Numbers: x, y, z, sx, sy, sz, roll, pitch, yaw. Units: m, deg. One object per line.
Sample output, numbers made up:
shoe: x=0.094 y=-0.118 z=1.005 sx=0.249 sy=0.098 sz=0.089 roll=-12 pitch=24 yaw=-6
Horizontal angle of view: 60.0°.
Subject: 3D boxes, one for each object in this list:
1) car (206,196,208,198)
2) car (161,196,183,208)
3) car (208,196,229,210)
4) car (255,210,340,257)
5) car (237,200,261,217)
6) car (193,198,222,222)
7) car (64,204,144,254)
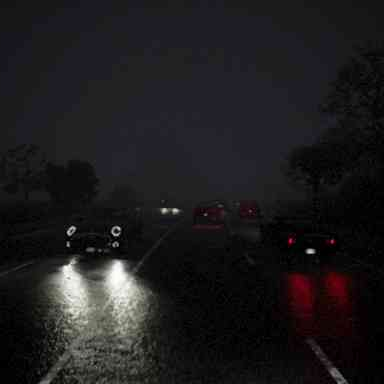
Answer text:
car: x=3.206 y=1.418 z=56.111 sx=1.882 sy=1.535 sz=5.008 roll=0 pitch=0 yaw=17
car: x=-2.762 y=1.292 z=46.968 sx=2.097 sy=1.767 sz=4.553 roll=0 pitch=0 yaw=13
car: x=3.694 y=1.450 z=42.842 sx=2.128 sy=1.511 sz=4.902 roll=0 pitch=0 yaw=11
car: x=3.844 y=1.589 z=12.788 sx=1.895 sy=1.301 sz=4.718 roll=0 pitch=0 yaw=2
car: x=5.222 y=1.451 z=30.601 sx=1.882 sy=1.535 sz=5.008 roll=0 pitch=0 yaw=7
car: x=1.194 y=1.451 z=25.885 sx=1.882 sy=1.535 sz=5.008 roll=0 pitch=0 yaw=5
car: x=-3.305 y=1.335 z=13.331 sx=2.097 sy=1.767 sz=4.553 roll=0 pitch=0 yaw=2
